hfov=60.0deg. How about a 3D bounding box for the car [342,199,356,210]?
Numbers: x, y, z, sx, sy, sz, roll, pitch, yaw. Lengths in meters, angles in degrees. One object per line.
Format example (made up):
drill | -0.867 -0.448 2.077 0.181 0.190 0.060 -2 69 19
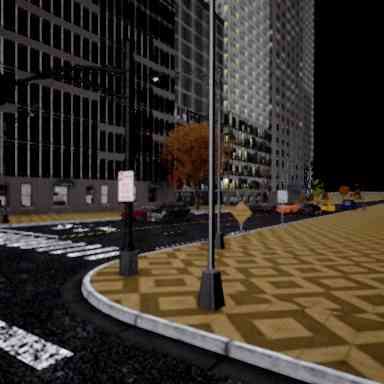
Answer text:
car | 31.156 2.501 65.996 2.150 2.045 5.566 0 -1 33

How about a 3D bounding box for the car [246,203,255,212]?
car | 9.539 2.382 52.593 2.033 1.411 5.357 0 -1 33

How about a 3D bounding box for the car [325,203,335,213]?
car | 21.560 2.474 53.205 1.882 1.535 5.008 0 -1 33

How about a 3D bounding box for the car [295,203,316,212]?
car | 18.827 2.531 54.965 2.033 1.411 5.357 0 -1 33

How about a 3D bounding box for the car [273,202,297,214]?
car | 13.427 2.159 46.493 2.097 1.767 4.553 0 -1 33

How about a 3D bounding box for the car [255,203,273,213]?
car | 11.915 2.384 50.290 2.033 1.411 5.357 0 -1 33

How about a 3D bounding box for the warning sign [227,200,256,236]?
warning sign | 2.794 1.431 18.787 1.300 1.860 1.060 1 1 33

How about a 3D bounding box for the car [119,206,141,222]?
car | -4.531 1.977 30.901 1.895 1.301 4.718 0 -1 33

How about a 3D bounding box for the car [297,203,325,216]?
car | 15.964 2.318 44.439 1.837 1.490 4.892 0 -1 33

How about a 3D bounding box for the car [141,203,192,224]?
car | -1.936 1.736 28.922 2.097 1.767 4.553 0 -1 33
